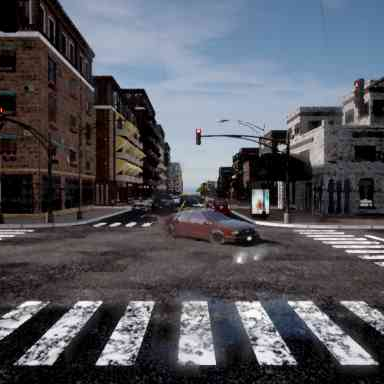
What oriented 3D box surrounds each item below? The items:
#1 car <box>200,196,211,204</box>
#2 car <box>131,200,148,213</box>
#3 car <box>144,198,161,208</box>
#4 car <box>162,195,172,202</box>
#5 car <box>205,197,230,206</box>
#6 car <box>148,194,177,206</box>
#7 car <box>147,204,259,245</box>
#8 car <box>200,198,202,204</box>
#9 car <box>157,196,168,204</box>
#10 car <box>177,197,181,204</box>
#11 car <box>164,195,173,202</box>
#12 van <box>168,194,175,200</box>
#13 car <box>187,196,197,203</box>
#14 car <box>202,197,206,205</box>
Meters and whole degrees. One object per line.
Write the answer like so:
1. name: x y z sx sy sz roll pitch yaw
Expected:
1. car: 2.559 1.591 66.006 2.008 1.369 4.403 -1 0 0
2. car: -5.767 1.561 37.494 2.008 1.369 4.403 0 0 0
3. car: -5.789 1.571 48.888 2.008 1.369 4.403 0 0 0
4. car: -5.846 1.497 77.370 1.967 1.590 4.097 0 0 0
5. car: 2.623 1.446 31.825 1.967 1.590 4.097 0 0 0
6. car: -3.164 1.229 36.894 2.150 2.045 5.566 0 0 0
7. car: 0.488 1.538 15.808 5.357 1.411 2.033 1 1 44
8. car: 2.591 1.571 48.916 2.008 1.369 4.403 0 0 0
9. car: -5.822 1.565 65.807 1.752 1.417 4.829 0 0 0
10. car: -3.169 1.557 58.982 1.812 1.442 4.674 0 0 0
11. car: -5.855 1.592 82.897 1.752 1.417 4.829 -1 0 0
12. van: -5.879 1.430 94.460 1.690 1.788 3.998 -1 0 0
13. car: -0.045 1.593 70.279 2.033 1.411 5.357 0 0 0
14. car: 2.602 1.597 43.219 1.802 1.307 4.206 0 0 0
